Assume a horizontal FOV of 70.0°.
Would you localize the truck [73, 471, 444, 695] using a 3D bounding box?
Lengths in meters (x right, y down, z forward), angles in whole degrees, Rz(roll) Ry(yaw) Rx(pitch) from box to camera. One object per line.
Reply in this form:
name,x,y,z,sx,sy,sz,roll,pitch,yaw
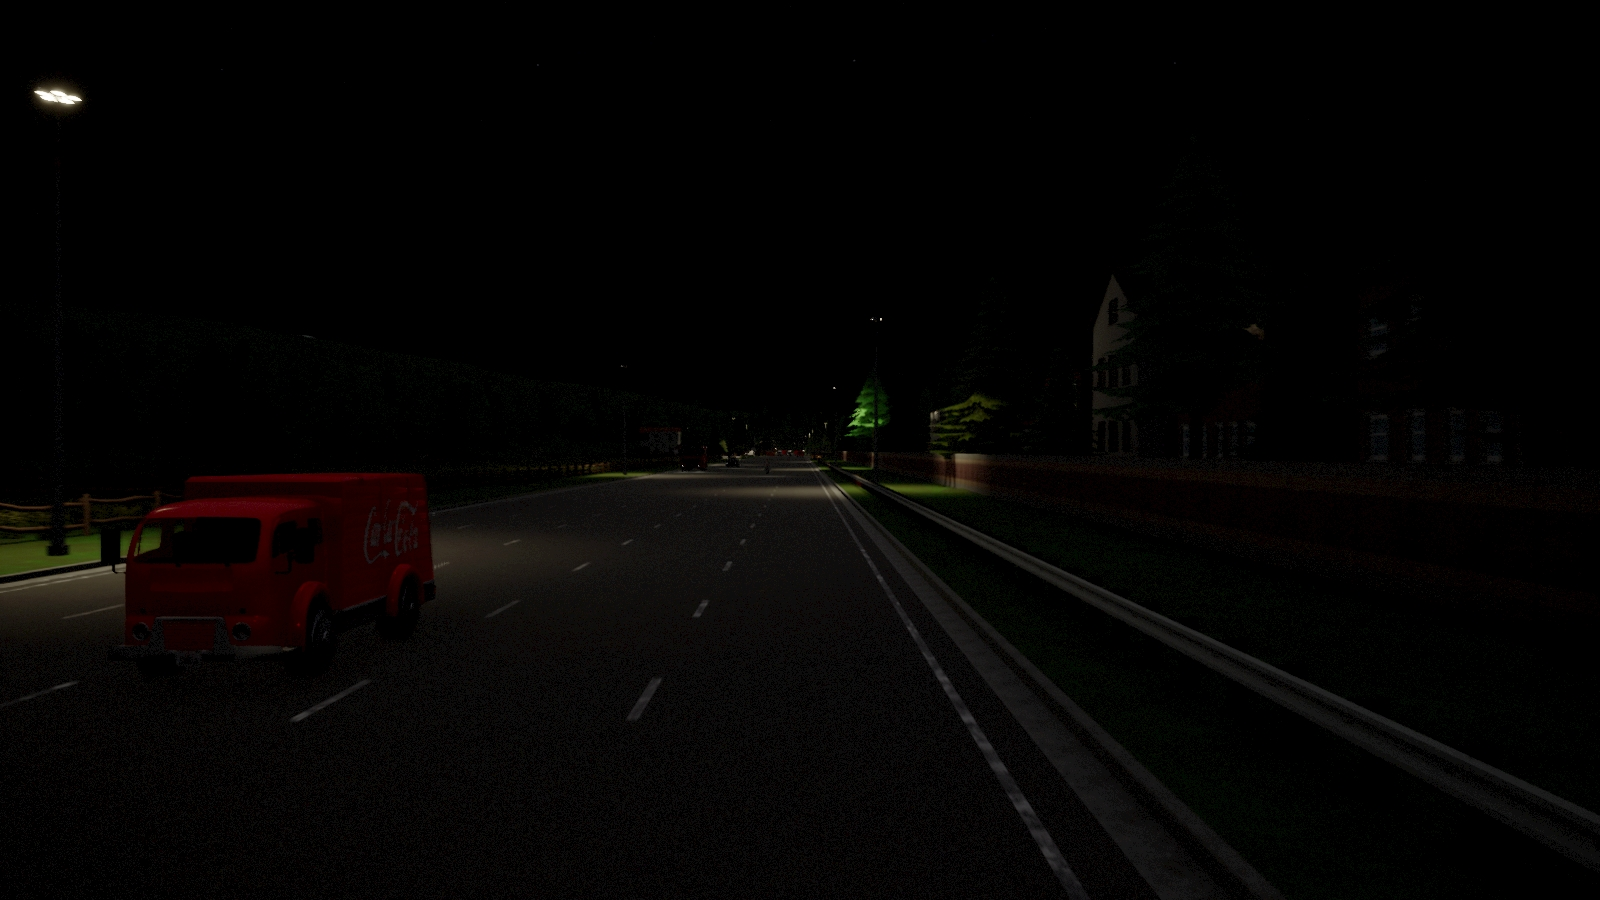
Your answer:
truck,-7.001,1.568,15.677,2.627,2.467,5.204,0,0,0
